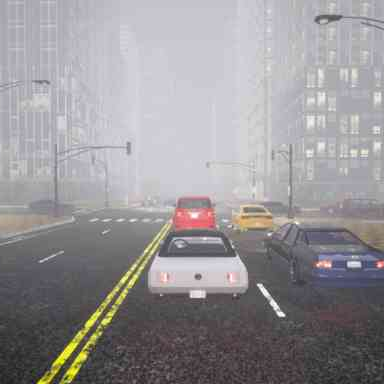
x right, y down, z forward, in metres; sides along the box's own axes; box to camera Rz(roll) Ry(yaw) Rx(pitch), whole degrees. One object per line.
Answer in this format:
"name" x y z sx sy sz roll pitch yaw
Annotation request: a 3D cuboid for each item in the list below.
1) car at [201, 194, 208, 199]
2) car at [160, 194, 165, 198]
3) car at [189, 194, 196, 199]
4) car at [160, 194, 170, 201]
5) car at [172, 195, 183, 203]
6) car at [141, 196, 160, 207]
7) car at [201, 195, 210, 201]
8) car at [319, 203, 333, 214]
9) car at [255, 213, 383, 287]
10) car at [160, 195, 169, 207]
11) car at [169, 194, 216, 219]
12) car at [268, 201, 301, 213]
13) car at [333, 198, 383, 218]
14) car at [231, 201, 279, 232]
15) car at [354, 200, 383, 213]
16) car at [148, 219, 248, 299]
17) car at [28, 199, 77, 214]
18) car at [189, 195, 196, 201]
"car" 3.343 1.263 92.013 1.812 1.442 4.674 0 0 0
"car" -6.492 1.430 60.449 1.882 1.535 5.008 0 0 -1
"car" 0.093 1.263 92.017 1.812 1.442 4.674 0 0 0
"car" -6.419 1.280 80.649 2.097 1.767 4.553 0 0 0
"car" -3.178 1.463 71.558 2.128 1.511 4.902 0 0 0
"car" -6.543 1.455 50.775 2.128 1.511 4.902 0 0 0
"car" 3.334 1.455 81.595 2.033 1.411 5.357 0 0 0
"car" 16.557 1.589 36.572 5.008 1.535 1.882 1 1 1
"car" 3.365 1.543 9.388 2.033 1.411 5.357 0 0 0
"car" -3.287 1.527 51.209 1.994 1.385 4.181 0 0 0
"car" 0.118 1.212 18.119 2.150 2.045 5.566 0 0 0
"car" 8.568 1.619 33.513 4.674 1.442 1.812 1 1 1
"car" 16.233 1.518 30.793 5.009 1.841 2.192 1 0 1
"car" 3.373 1.467 19.206 1.882 1.535 5.008 0 0 1
"car" 21.850 1.641 39.074 4.829 1.417 1.752 1 0 1
"car" 0.110 1.597 8.361 1.895 1.301 4.718 0 0 0
"car" -14.229 1.412 34.059 4.674 1.442 1.812 1 1 -1
"car" 0.083 1.439 82.015 1.812 1.442 4.674 0 0 0
